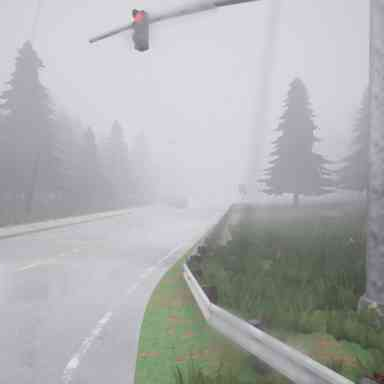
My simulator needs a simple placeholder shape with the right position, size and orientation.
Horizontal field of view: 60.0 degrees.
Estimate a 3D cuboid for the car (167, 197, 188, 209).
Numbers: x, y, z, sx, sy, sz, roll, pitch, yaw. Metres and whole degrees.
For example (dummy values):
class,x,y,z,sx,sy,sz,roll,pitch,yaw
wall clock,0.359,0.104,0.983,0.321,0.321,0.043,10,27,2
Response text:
class,x,y,z,sx,sy,sz,roll,pitch,yaw
car,-1.619,1.258,39.529,2.033,1.411,5.357,0,0,8
